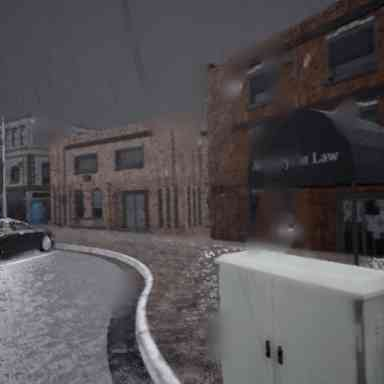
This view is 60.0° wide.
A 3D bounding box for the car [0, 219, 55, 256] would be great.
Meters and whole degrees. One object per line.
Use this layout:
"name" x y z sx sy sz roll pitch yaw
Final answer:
"car" -7.433 1.786 13.011 2.231 1.521 4.892 -1 -1 13
